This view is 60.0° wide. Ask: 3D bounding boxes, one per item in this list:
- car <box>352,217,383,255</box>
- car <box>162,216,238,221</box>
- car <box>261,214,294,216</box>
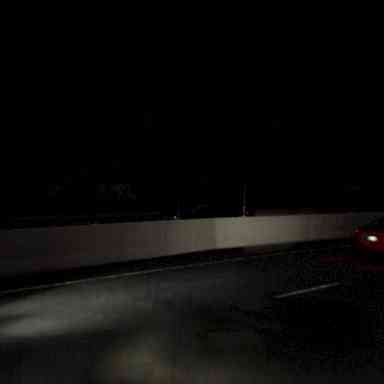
[{"bbox_3d":[7.882,1.538,12.146,4.181,1.385,1.994,0,0,-27],"label":"car"},{"bbox_3d":[0.531,1.434,20.341,4.902,1.511,2.128,0,0,-28],"label":"car"},{"bbox_3d":[6.165,1.494,27.006,4.181,1.385,1.994,0,0,-23],"label":"car"}]
